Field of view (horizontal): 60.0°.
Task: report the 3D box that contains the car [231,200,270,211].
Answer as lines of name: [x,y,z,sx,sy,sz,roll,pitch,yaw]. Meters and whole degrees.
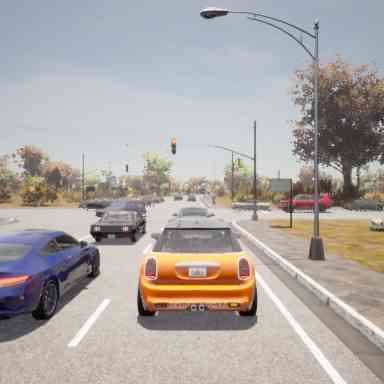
car: [7.015,1.601,40.393,4.718,1.301,1.895,0,0,8]

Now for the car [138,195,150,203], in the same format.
car: [-10.561,1.478,72.863,1.882,1.535,5.008,0,0,0]

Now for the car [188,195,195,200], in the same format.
car: [-0.034,1.500,95.046,1.837,1.490,4.892,0,0,1]

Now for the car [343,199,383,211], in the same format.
car: [20.158,1.560,39.327,4.181,1.385,1.994,0,0,3]

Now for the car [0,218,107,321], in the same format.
car: [-3.406,1.526,7.191,1.812,1.442,4.674,0,0,0]

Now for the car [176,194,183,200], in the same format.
car: [-3.535,1.374,95.036,1.812,1.442,4.674,0,0,1]

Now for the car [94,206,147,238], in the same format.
car: [-3.414,1.601,16.349,1.895,1.301,4.718,0,0,0]

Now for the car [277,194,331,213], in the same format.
car: [12.196,1.221,36.249,5.566,2.045,2.150,0,0,3]

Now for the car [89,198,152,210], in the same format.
car: [-5.915,1.547,28.351,2.033,1.411,5.357,0,0,24]

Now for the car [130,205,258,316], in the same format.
car: [0.094,1.352,7.659,2.097,1.767,4.553,0,0,0]

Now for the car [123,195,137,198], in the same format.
car: [-10.643,1.547,53.164,2.033,1.411,5.357,0,0,1]

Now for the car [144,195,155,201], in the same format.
car: [-10.568,1.525,83.199,2.128,1.511,4.902,0,0,0]

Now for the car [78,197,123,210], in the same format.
car: [-11.515,1.491,41.074,4.902,1.511,2.128,0,0,3]

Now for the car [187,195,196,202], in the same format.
car: [-0.066,1.552,79.340,1.994,1.385,4.181,0,0,0]

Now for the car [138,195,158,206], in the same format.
car: [-7.125,1.505,54.360,1.837,1.490,4.892,0,0,1]

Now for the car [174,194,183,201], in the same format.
car: [-3.567,1.492,84.628,1.837,1.490,4.892,0,0,0]

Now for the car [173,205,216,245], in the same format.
car: [0.086,1.505,16.616,1.837,1.490,4.892,0,0,0]

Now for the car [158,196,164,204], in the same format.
car: [-7.103,1.477,63.838,1.882,1.535,5.008,0,0,0]
